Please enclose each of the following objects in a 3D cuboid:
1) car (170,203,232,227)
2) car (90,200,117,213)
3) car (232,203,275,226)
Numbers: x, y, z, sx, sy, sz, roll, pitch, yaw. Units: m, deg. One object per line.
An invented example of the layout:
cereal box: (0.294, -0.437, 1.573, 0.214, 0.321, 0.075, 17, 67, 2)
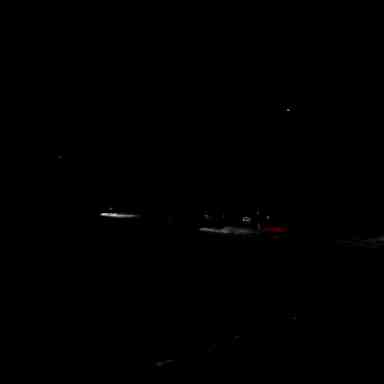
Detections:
car: (0.307, 1.557, 23.904, 1.882, 1.535, 5.008, -1, 0, -35)
car: (-10.425, 1.639, 38.976, 2.128, 1.511, 4.902, -1, 0, -36)
car: (3.627, 1.521, 23.854, 1.882, 1.535, 5.008, -1, 0, -33)
